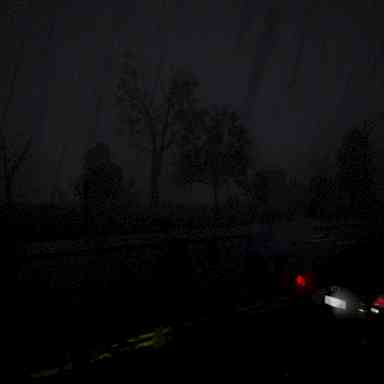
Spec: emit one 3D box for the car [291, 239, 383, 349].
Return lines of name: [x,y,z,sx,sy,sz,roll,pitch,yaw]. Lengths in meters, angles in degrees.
car: [3.728,1.563,5.943,4.181,1.385,1.994,0,0,-34]
